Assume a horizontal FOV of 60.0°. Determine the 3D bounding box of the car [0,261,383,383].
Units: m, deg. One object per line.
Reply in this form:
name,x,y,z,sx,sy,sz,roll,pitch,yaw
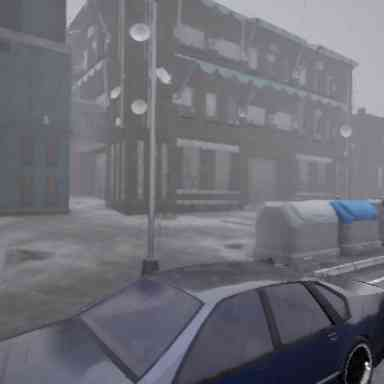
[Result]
car,0.191,1.548,3.515,5.357,1.411,2.033,0,0,-35
